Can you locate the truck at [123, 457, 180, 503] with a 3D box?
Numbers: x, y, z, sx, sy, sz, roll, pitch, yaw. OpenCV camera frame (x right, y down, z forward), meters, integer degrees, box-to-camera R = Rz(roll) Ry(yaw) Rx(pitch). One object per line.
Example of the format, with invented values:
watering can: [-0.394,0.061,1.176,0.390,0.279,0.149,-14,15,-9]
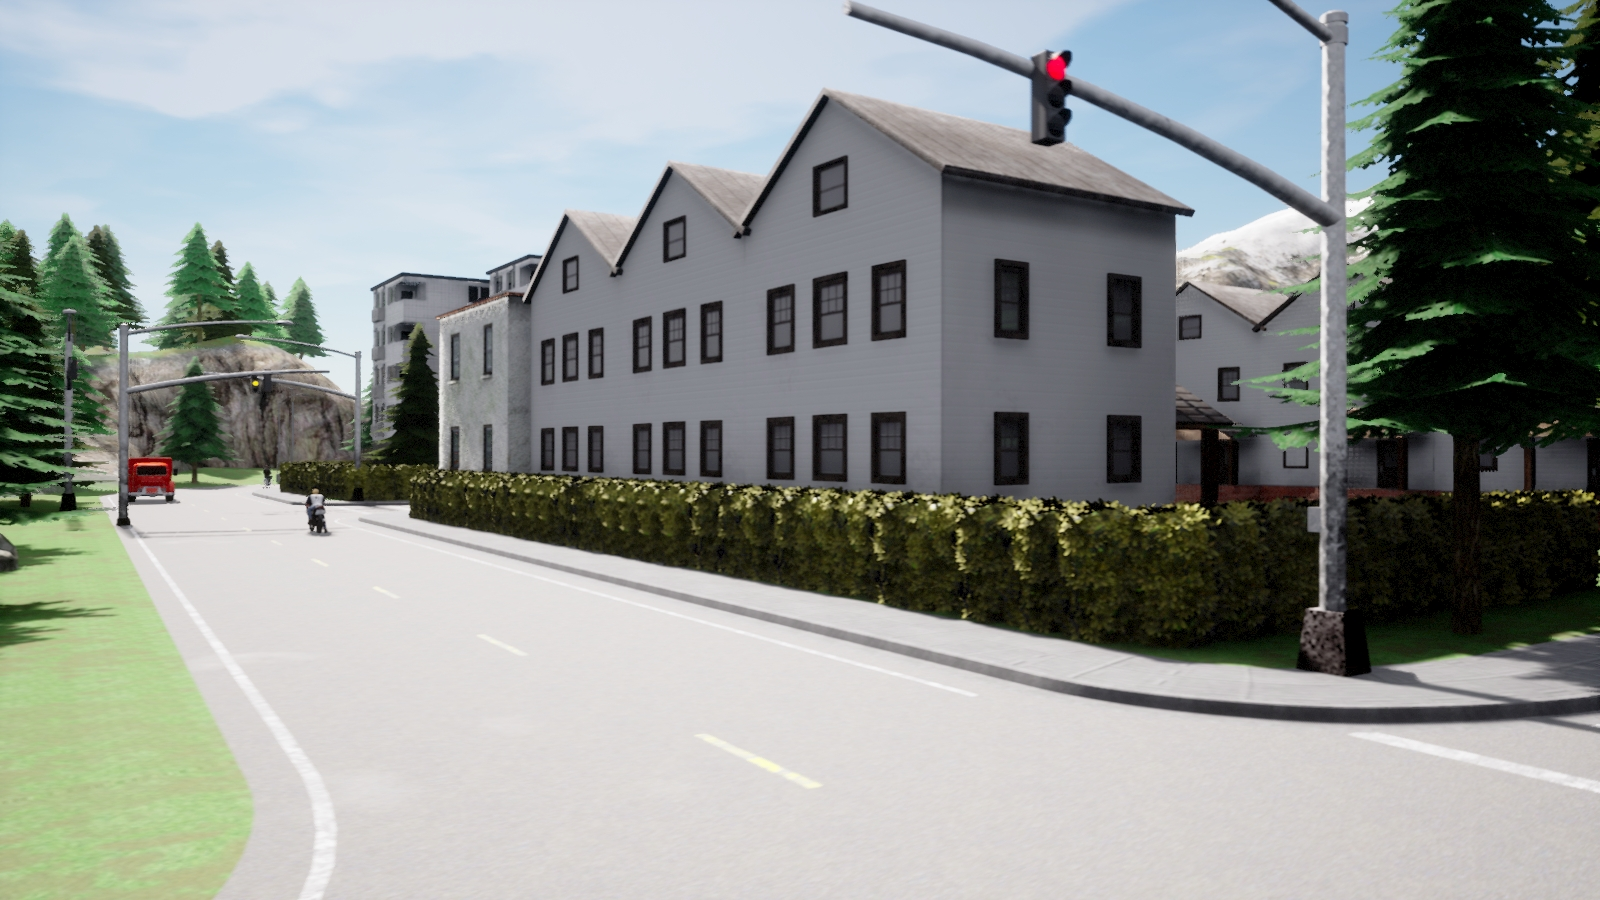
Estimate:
truck: [-36.591,1.637,64.366,2.627,2.467,5.204,0,0,-31]

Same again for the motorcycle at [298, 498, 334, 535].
motorcycle: [-16.632,2.259,39.255,0.803,1.145,2.033,0,0,-32]
